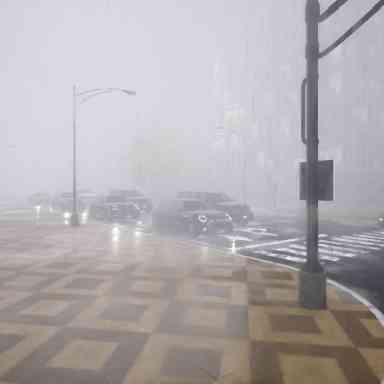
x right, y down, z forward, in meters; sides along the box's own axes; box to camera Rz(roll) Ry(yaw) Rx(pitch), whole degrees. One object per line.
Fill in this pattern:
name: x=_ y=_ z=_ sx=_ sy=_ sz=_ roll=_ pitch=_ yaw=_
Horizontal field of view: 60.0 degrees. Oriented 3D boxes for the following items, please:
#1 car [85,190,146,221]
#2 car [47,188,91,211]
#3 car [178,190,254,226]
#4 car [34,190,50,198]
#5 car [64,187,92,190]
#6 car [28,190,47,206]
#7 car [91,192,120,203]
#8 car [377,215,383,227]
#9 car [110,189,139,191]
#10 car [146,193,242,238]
car: x=-5.488 y=0.965 z=23.342 sx=2.097 sy=1.767 sz=4.553 roll=0 pitch=1 yaw=-38
car: x=-11.522 y=0.786 z=31.004 sx=2.097 sy=1.767 sz=4.553 roll=0 pitch=1 yaw=-38
car: x=1.118 y=0.950 z=20.194 sx=2.150 sy=2.045 sz=5.566 roll=0 pitch=1 yaw=-40
car: x=-28.753 y=0.281 z=63.747 sx=1.812 sy=1.442 sz=4.674 roll=0 pitch=1 yaw=-38
car: x=-12.127 y=0.558 z=37.051 sx=2.150 sy=2.045 sz=5.566 roll=0 pitch=1 yaw=-37
car: x=-17.838 y=0.771 z=39.079 sx=1.812 sy=1.442 sz=4.674 roll=0 pitch=1 yaw=-38
car: x=-12.671 y=0.703 z=48.544 sx=2.033 sy=1.411 sz=5.357 roll=0 pitch=1 yaw=-38
car: x=12.518 y=1.489 z=16.914 sx=5.357 sy=1.411 sz=2.033 roll=3 pitch=2 yaw=31
car: x=-5.507 y=0.754 z=28.616 sx=2.150 sy=2.045 sz=5.566 roll=0 pitch=1 yaw=-38
car: x=-0.072 y=1.124 z=16.499 sx=2.097 sy=1.767 sz=4.553 roll=0 pitch=1 yaw=-38
